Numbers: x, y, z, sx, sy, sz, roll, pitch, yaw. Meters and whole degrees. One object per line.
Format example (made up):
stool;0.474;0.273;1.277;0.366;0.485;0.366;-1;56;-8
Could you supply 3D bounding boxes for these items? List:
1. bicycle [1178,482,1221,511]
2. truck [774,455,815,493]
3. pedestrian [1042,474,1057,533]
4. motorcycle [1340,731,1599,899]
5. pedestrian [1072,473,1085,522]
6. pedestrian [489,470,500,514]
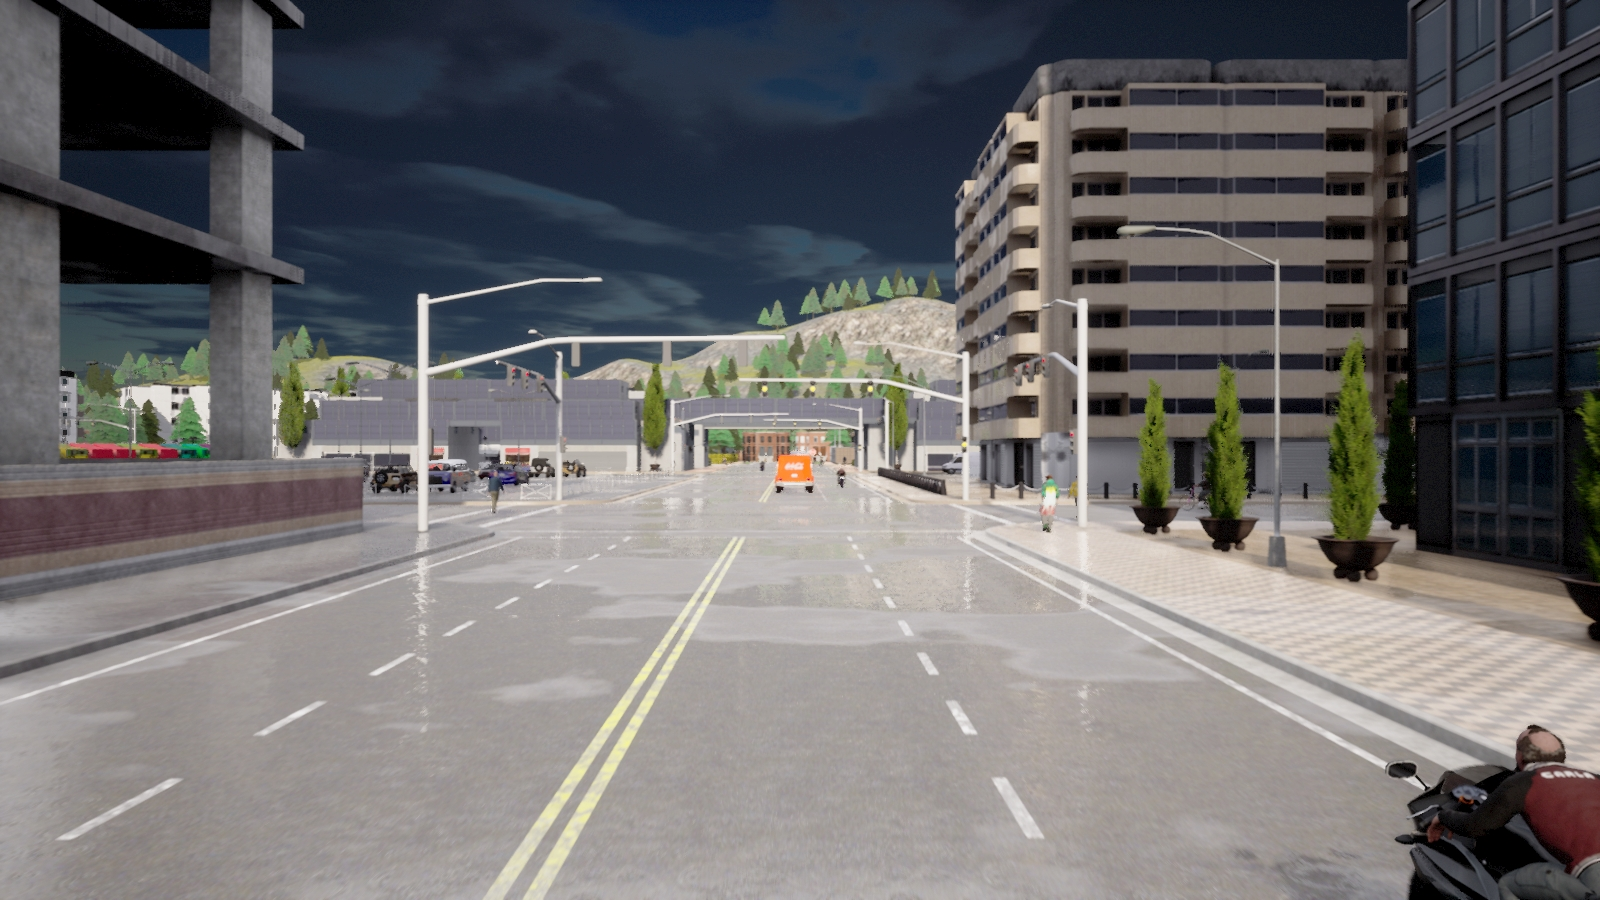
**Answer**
bicycle;17.925;2.097;51.263;1.835;1.271;0.329;0;0;0
truck;-0.371;1.556;76.892;2.627;2.467;5.204;0;0;0
pedestrian;7.948;1.691;36.398;0.375;1.860;0.375;0;0;-3
motorcycle;3.468;2.204;5.306;0.867;1.251;2.209;0;0;0
pedestrian;10.566;1.787;43.286;0.375;1.860;0.375;0;0;-5
pedestrian;-12.971;1.786;48.515;0.375;1.860;0.375;0;0;7
